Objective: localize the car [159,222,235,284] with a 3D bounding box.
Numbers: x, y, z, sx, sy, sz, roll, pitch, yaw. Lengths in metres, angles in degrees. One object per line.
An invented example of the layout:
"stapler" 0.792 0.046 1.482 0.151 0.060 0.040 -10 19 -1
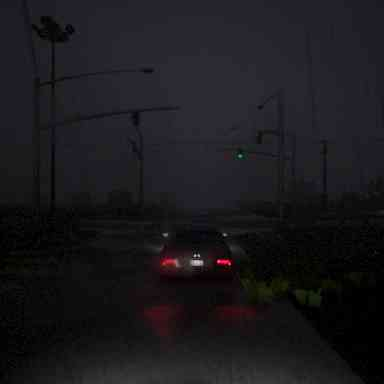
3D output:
"car" 0.105 1.604 9.756 2.033 1.411 5.357 0 0 0
